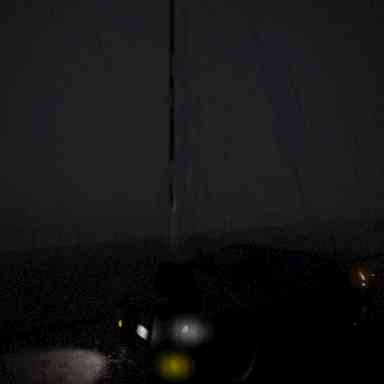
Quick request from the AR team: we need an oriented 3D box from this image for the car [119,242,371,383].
[{"bbox_3d":[1.001,1.561,5.321,4.181,1.385,1.994,0,0,-36],"label":"car"}]
